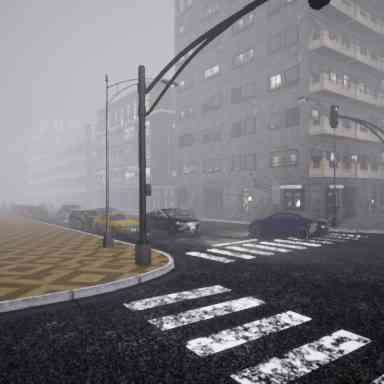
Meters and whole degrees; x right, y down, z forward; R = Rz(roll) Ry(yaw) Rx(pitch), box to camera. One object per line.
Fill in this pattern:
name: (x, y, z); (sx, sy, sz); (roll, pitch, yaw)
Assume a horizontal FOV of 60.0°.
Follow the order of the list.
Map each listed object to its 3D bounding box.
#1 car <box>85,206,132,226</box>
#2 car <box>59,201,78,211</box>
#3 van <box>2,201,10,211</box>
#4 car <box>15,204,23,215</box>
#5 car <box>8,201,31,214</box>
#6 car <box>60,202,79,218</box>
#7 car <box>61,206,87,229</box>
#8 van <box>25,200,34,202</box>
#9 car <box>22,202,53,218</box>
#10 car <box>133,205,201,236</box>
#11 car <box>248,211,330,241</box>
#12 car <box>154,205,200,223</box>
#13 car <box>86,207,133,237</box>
car: (-7.272, 1.994, 28.626); (2.033, 1.411, 5.357); (-1, -1, -37)
car: (-21.536, 2.367, 57.786); (1.967, 1.590, 4.097); (-2, 0, -36)
van: (-31.638, 2.433, 57.377); (1.690, 1.788, 3.998); (-2, 0, -36)
car: (-21.585, 2.393, 43.710); (1.802, 1.307, 4.206); (-2, 0, -36)
car: (-24.935, 2.449, 48.266); (1.887, 1.381, 4.507); (-2, 0, -36)
car: (-13.230, 2.118, 36.754); (1.837, 1.490, 4.892); (-1, -1, -36)
car: (-8.192, 2.002, 25.488); (1.947, 1.339, 4.313); (-2, 0, -36)
van: (-41.631, 2.832, 85.120); (1.690, 1.788, 3.998); (-2, 0, -36)
car: (-18.237, 2.262, 39.155); (1.887, 1.381, 4.507); (-2, 0, -36)
car: (-1.413, 1.775, 20.654); (2.128, 1.511, 4.902); (-1, -1, -36)
car: (5.067, 1.715, 17.734); (1.994, 1.385, 4.181); (-1, 0, -43)
car: (-1.441, 1.916, 30.453); (2.008, 1.369, 4.403); (-2, 0, -36)
car: (-4.744, 1.865, 20.796); (1.752, 1.417, 4.829); (-2, 0, -36)
